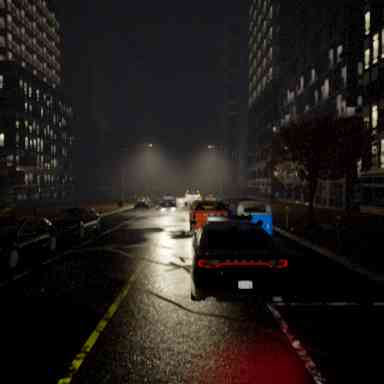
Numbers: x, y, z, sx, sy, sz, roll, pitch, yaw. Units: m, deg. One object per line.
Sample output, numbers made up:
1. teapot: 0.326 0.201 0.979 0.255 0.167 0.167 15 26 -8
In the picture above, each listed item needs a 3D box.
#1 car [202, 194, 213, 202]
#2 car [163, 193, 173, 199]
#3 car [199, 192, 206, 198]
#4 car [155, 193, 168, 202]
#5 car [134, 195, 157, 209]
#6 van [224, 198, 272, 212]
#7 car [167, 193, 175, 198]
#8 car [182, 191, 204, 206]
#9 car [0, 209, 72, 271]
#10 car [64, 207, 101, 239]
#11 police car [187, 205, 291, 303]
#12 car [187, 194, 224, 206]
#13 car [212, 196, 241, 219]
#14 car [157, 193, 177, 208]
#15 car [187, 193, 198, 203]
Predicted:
1. car: 2.810 1.095 61.025 1.947 1.339 4.313 -1 0 0
2. car: -5.535 0.955 77.918 1.887 1.381 4.507 -1 0 0
3. car: 2.870 0.857 89.319 1.752 1.417 4.829 -1 0 0
4. car: -5.573 0.969 61.043 1.967 1.590 4.097 -1 0 0
5. car: -5.619 1.246 38.544 2.008 1.369 4.403 -1 0 0
6. van: 2.708 1.210 16.026 1.690 1.788 3.998 -1 0 0
7. car: -5.510 0.915 89.167 1.802 1.307 4.206 -1 0 0
8. car: 0.123 0.862 45.584 2.150 2.045 5.566 0 0 0
9. car: -5.679 1.465 10.421 2.008 1.369 4.403 -1 0 0
10. car: -5.668 1.420 16.045 2.008 1.369 4.403 -1 0 0
11. police car: 0.918 1.356 8.265 1.930 1.638 5.238 0 0 0
12. car: 0.928 1.205 18.128 2.097 1.767 4.553 0 0 0
13. car: 2.734 1.221 27.276 1.967 1.590 4.097 -1 0 0
14. car: -2.953 1.232 42.157 1.994 1.385 4.181 0 0 1
15. car: 0.126 1.027 58.193 1.882 1.535 5.008 0 0 0
